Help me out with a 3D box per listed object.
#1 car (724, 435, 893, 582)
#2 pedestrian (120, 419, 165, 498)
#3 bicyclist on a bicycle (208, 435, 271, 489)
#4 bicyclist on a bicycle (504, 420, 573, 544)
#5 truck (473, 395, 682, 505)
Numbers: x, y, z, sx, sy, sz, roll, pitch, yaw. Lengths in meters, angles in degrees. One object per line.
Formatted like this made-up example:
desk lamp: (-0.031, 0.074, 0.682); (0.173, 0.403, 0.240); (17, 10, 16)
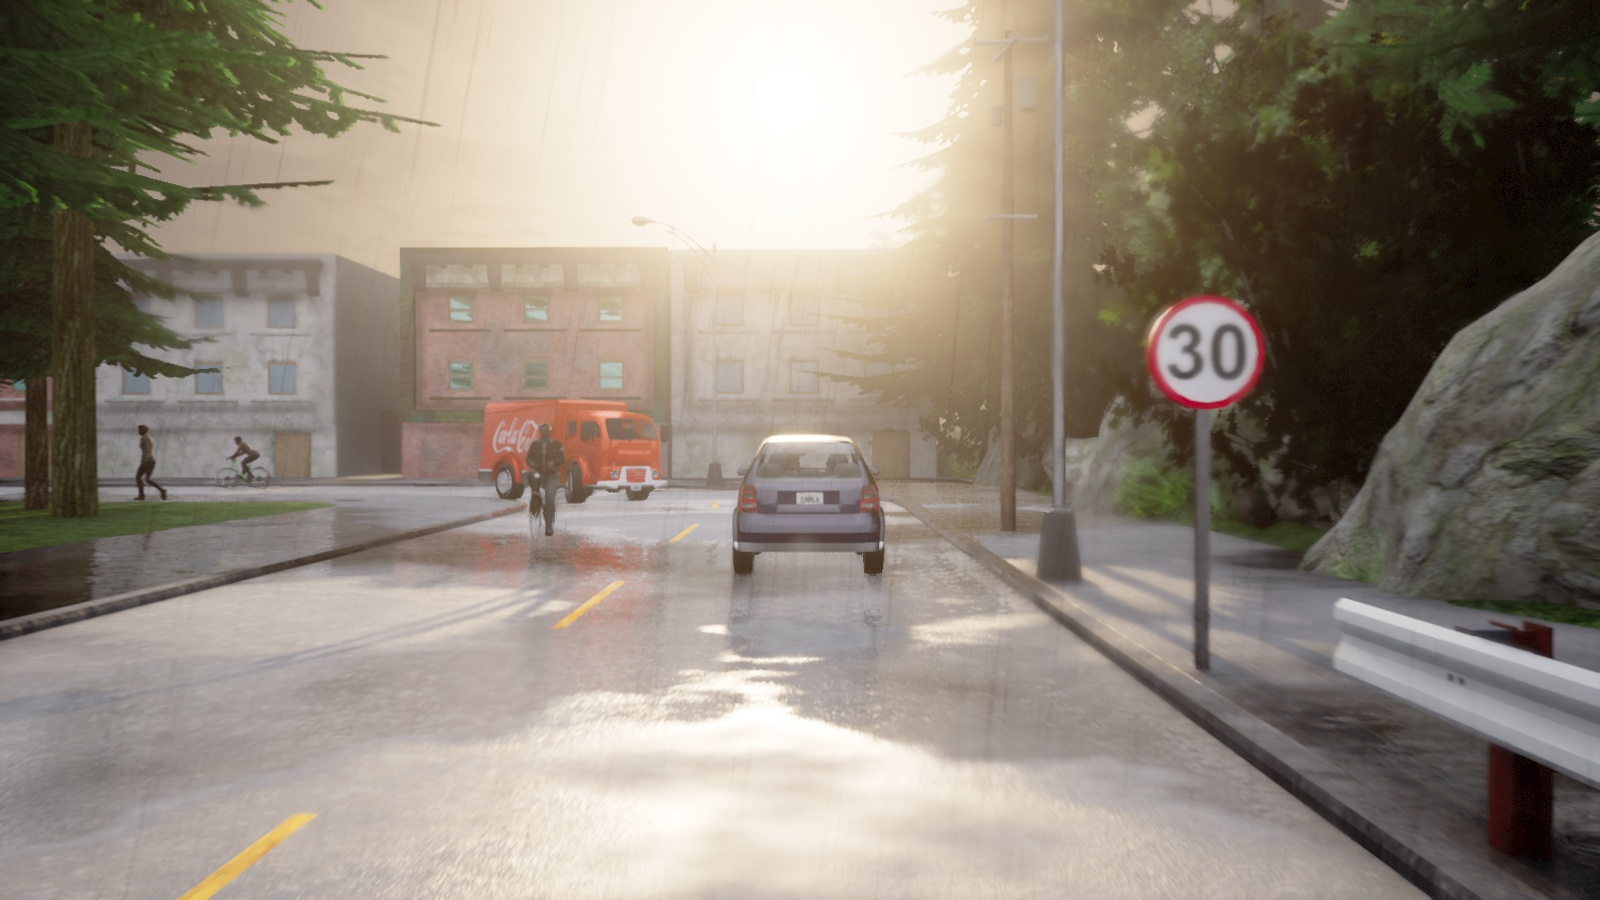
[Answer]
car: (0.101, 0.598, 15.096); (1.789, 1.549, 3.705); (0, 1, 0)
pedestrian: (-15.152, 0.201, 28.941); (0.869, 1.805, 0.328); (0, 0, 2)
bicyclist on a bicycle: (-17.068, 0.365, 38.240); (1.656, 1.620, 0.582); (0, 1, 1)
bicyclist on a bicycle: (-3.904, 0.456, 18.862); (0.659, 1.776, 1.843); (0, 0, 0)
truck: (-5.572, -0.005, 30.961); (2.627, 2.467, 5.204); (1, 0, -43)
